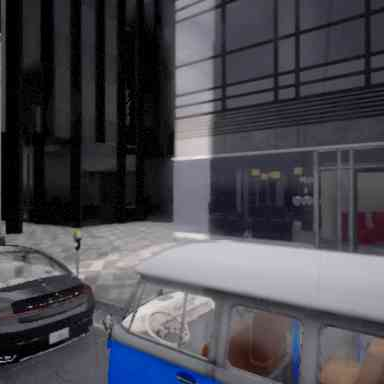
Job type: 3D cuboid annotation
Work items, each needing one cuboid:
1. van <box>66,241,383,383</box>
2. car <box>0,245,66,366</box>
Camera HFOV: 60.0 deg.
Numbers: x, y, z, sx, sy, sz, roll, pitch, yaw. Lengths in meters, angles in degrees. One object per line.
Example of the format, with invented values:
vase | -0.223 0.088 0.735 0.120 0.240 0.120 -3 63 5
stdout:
van | 1.145 1.341 2.148 3.998 1.788 1.690 0 0 36
car | -3.428 1.552 5.414 4.403 1.369 2.008 0 0 36
